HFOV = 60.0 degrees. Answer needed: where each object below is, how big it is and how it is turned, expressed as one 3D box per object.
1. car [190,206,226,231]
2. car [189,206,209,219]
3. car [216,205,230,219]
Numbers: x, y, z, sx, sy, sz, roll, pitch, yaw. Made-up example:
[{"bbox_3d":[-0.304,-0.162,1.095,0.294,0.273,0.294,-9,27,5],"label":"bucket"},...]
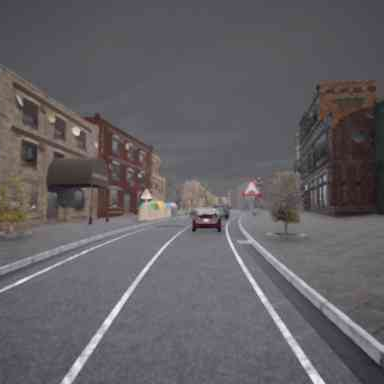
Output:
[{"bbox_3d":[1.118,1.934,23.622,2.163,1.488,4.792,0,-2,5],"label":"car"},{"bbox_3d":[0.999,2.657,44.330,1.882,1.535,5.008,-1,-2,11],"label":"car"},{"bbox_3d":[3.624,2.465,41.163,2.033,1.649,4.856,-1,-2,11],"label":"car"}]
